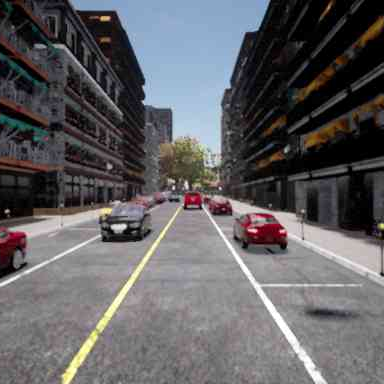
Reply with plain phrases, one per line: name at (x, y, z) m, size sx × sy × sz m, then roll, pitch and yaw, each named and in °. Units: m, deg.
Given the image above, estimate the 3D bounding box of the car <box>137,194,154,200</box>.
car at (-5.630, 1.296, 36.437) m, size 1.887 × 1.381 × 4.507 m, roll 1°, pitch 0°, yaw 0°

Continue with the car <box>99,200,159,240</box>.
car at (-3.093, 1.378, 16.456) m, size 2.128 × 1.511 × 4.902 m, roll 0°, pitch 0°, yaw 0°

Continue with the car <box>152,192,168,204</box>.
car at (-5.619, 0.951, 53.525) m, size 2.192 × 1.841 × 5.009 m, roll 1°, pitch 0°, yaw 0°

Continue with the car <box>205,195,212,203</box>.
car at (2.717, 1.295, 36.495) m, size 1.887 × 1.381 × 4.507 m, roll 1°, pitch 0°, yaw 0°

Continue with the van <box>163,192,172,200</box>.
van at (-5.611, 0.823, 76.309) m, size 1.690 × 1.788 × 3.998 m, roll 1°, pitch 0°, yaw 0°

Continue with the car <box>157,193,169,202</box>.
car at (-5.616, 0.999, 64.918) m, size 1.967 × 1.590 × 4.097 m, roll 1°, pitch 0°, yaw 0°

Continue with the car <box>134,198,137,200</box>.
car at (-5.641, 1.355, 24.874) m, size 1.752 × 1.417 × 4.829 m, roll 1°, pitch 0°, yaw 0°

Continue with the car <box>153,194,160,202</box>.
car at (-5.627, 1.263, 42.133) m, size 2.008 × 1.369 × 4.403 m, roll 1°, pitch 0°, yaw 0°

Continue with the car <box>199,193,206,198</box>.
car at (2.738, 0.930, 87.931) m, size 1.752 × 1.417 × 4.829 m, roll 1°, pitch 0°, yaw 0°

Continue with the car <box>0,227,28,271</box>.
car at (-5.674, 1.490, 7.956) m, size 1.887 × 1.381 × 4.507 m, roll 1°, pitch 0°, yaw 0°

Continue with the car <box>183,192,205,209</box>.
car at (0.112, 0.950, 40.092) m, size 2.150 × 2.045 × 5.566 m, roll 0°, pitch 1°, yaw 0°

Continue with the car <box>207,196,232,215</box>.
car at (2.716, 1.334, 30.799) m, size 1.887 × 1.381 × 4.507 m, roll 1°, pitch 0°, yaw 0°

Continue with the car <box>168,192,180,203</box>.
car at (-3.029, 1.206, 57.953) m, size 1.895 × 1.301 × 4.718 m, roll 0°, pitch 0°, yaw 1°

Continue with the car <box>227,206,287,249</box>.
car at (2.708, 1.487, 13.711) m, size 1.802 × 1.307 × 4.206 m, roll 1°, pitch 0°, yaw 0°

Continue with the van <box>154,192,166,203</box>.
van at (-5.617, 0.938, 59.220) m, size 1.690 × 1.788 × 3.998 m, roll 1°, pitch 0°, yaw 0°

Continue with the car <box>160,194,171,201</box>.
car at (-5.616, 1.071, 70.615) m, size 2.008 × 1.369 × 4.403 m, roll 1°, pitch 0°, yaw 0°

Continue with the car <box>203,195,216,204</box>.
car at (2.725, 1.180, 53.584) m, size 1.887 × 1.381 × 4.507 m, roll 1°, pitch 0°, yaw 0°
